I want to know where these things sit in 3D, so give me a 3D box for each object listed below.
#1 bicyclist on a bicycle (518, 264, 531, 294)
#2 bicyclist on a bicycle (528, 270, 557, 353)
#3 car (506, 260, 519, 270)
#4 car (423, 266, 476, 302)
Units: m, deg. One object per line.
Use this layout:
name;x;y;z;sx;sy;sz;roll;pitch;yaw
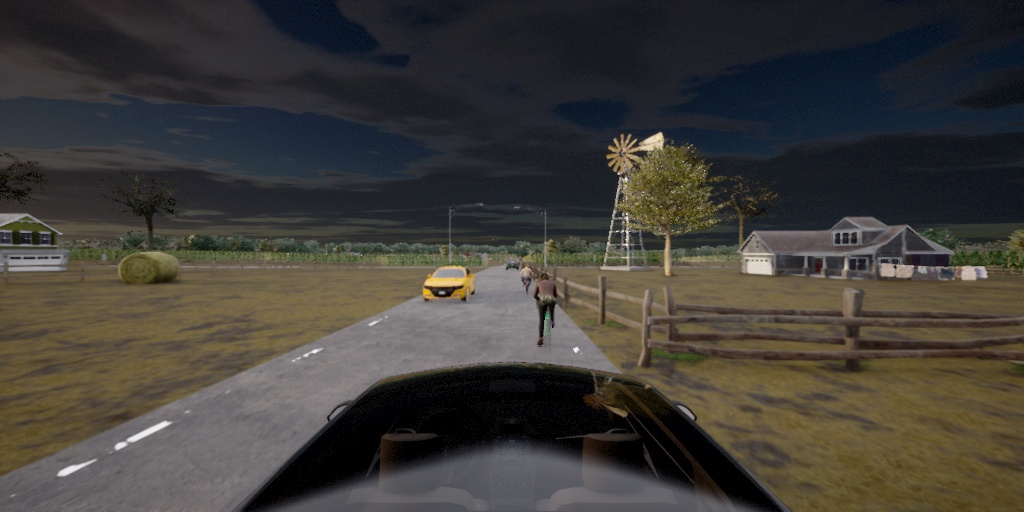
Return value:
bicyclist on a bicycle;0.776;1.202;19.071;0.866;1.612;1.509;0;0;0
bicyclist on a bicycle;0.755;1.205;7.951;0.582;1.620;1.656;0;0;0
car;0.068;1.449;61.610;2.097;1.767;4.553;0;-1;0
car;-2.859;1.240;17.184;1.882;1.535;5.008;0;0;0
